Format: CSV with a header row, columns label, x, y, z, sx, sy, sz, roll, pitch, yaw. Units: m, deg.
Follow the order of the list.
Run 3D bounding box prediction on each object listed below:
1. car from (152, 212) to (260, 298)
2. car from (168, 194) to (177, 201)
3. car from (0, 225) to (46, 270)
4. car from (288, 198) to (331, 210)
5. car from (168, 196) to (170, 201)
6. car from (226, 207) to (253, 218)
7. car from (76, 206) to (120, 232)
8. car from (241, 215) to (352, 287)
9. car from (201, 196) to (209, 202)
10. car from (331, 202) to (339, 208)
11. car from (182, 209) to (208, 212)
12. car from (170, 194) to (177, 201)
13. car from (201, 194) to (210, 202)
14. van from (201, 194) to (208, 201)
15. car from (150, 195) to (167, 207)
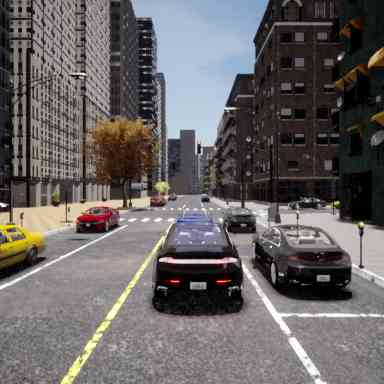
label,x,y,z,sx,sy,sz,roll,pitch,yaw
car,0.130,1.492,8.473,2.128,1.511,4.902,0,0,0
car,-5.239,1.409,91.226,2.192,1.841,5.009,0,0,0
car,-5.649,1.526,8.943,1.752,1.417,4.829,0,0,0
car,13.620,1.359,39.489,4.403,1.369,2.008,-1,1,0
car,-5.404,1.607,58.089,1.947,1.339,4.313,0,0,0
car,2.787,1.555,20.137,2.008,1.369,4.403,0,0,0
car,-5.593,1.549,20.179,1.887,1.381,4.507,0,0,0
car,2.732,1.552,9.071,2.008,1.369,4.403,0,0,0
car,3.088,1.599,80.308,1.752,1.417,4.829,0,0,0
car,19.017,1.259,39.516,4.829,1.417,1.752,-1,1,0
car,0.167,1.605,18.591,1.895,1.301,4.718,0,0,1
car,-5.266,1.649,85.704,1.947,1.339,4.313,0,0,0
car,3.059,1.630,74.615,1.947,1.339,4.313,0,0,0
van,3.114,1.424,85.662,1.690,1.788,3.998,0,0,0
car,-5.432,1.349,52.567,2.192,1.841,5.009,0,0,0
